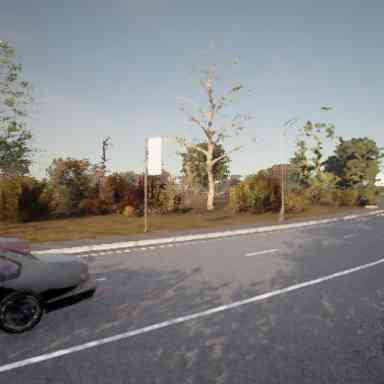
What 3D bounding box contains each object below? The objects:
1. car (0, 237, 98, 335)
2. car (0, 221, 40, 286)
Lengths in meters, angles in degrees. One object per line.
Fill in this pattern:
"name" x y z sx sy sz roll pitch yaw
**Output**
"car" -4.318 1.572 5.243 5.357 1.411 2.033 0 0 -36
"car" -6.683 1.584 7.858 5.357 1.411 2.033 0 0 -35
